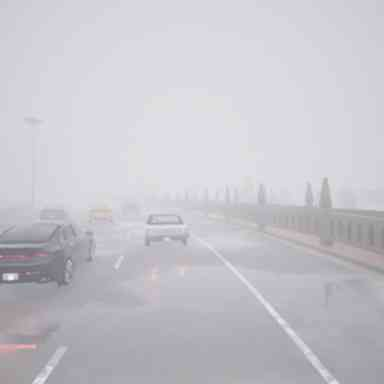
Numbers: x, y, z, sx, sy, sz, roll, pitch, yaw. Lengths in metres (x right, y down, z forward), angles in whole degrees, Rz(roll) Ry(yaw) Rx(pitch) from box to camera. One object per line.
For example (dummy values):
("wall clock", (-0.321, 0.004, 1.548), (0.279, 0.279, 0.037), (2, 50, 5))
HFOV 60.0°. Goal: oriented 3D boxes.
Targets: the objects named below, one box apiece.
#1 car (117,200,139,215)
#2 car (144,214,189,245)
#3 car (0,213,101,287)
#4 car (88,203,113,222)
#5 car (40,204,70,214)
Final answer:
("car", (-7.214, 1.731, 37.595), (1.837, 1.490, 4.892), (0, 0, -21))
("car", (-1.374, 1.691, 16.034), (1.895, 1.301, 4.718), (0, 0, -9))
("car", (-4.077, 1.572, 9.502), (1.837, 1.490, 4.892), (0, 0, -5))
("car", (-7.613, 1.654, 27.800), (1.882, 1.535, 5.008), (0, 0, -15))
("car", (-10.943, 1.663, 26.774), (1.882, 1.535, 5.008), (0, 0, -15))
